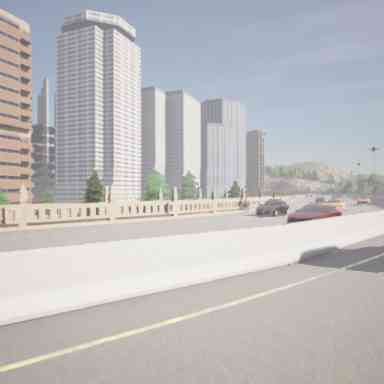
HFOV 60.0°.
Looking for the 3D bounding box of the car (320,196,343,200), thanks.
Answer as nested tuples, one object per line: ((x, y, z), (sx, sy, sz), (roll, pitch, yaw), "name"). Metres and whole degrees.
((16.249, 1.485, 37.717), (1.882, 1.535, 5.008), (0, 0, 31), "car")

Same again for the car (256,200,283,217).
((7.773, 1.535, 31.496), (1.837, 1.490, 4.892), (0, 0, 37), "car")

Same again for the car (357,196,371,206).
((28.929, 1.467, 56.066), (1.882, 1.535, 5.008), (0, 0, 23), "car")

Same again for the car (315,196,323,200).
((26.719, 1.568, 69.045), (1.994, 1.385, 4.181), (0, 0, 22), "car")

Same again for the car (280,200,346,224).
((7.678, 1.487, 20.567), (1.882, 1.535, 5.008), (0, 0, 42), "car")
